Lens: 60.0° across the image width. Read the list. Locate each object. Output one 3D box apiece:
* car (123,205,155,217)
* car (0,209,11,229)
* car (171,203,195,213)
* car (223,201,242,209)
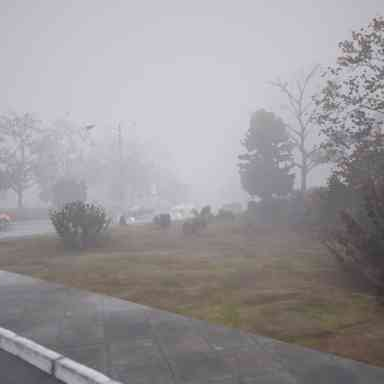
[{"bbox_3d":[-6.624,2.392,42.087,1.812,1.442,4.674,-3,-2,32],"label":"car"},{"bbox_3d":[-16.907,2.162,26.071,2.097,1.767,4.553,-3,-2,33],"label":"car"},{"bbox_3d":[-1.329,2.455,50.502,1.812,1.442,4.674,-3,-2,33],"label":"car"},{"bbox_3d":[6.999,2.329,56.895,1.882,1.535,5.008,-3,-2,32],"label":"car"}]
